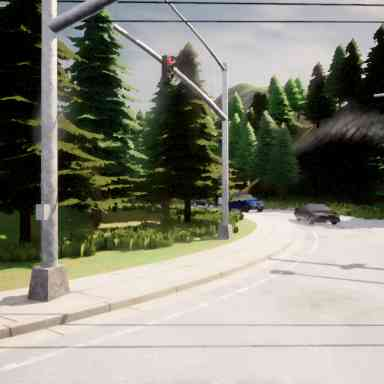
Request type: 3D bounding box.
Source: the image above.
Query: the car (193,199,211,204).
[{"bbox_3d":[2.036,1.505,50.039,1.837,1.490,4.892,0,0,-37],"label":"car"}]

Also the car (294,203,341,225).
[{"bbox_3d":[9.026,1.547,24.506,2.033,1.411,5.357,0,0,2],"label":"car"}]

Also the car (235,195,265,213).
[{"bbox_3d":[5.826,1.222,37.518,2.150,2.045,5.566,0,0,-27],"label":"car"}]
